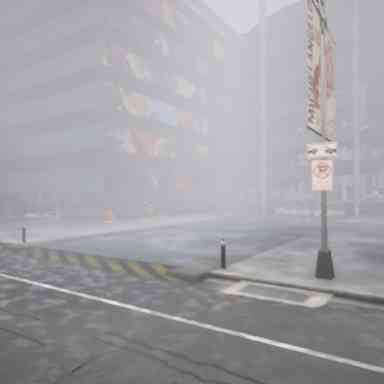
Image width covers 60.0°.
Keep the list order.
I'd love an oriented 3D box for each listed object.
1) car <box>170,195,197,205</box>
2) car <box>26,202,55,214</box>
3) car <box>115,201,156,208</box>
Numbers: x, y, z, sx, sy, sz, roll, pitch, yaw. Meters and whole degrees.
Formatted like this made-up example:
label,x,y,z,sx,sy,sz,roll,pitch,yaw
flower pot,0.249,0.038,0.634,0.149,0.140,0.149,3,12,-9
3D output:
label,x,y,z,sx,sy,sz,roll,pitch,yaw
car,-1.815,1.662,64.381,5.566,2.045,2.435,-1,-1,34
car,-18.134,1.869,39.083,4.786,1.482,2.161,-1,-1,34
car,-5.696,1.692,35.760,4.674,1.452,2.002,-1,-1,34
